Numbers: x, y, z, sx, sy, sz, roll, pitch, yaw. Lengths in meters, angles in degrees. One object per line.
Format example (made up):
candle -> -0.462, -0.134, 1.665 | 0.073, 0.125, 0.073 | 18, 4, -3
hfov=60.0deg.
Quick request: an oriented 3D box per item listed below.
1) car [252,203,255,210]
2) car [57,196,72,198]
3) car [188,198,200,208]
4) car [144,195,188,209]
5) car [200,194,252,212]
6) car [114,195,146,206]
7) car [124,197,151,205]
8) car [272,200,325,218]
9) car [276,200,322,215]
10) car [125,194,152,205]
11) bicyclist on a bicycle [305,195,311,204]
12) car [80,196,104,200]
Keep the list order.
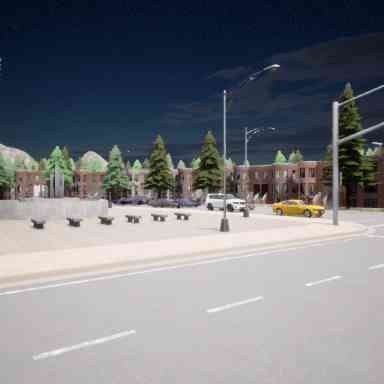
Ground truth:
car -> 5.733, 1.526, 41.755 | 1.812, 1.442, 4.674 | 0, 0, -41
car -> -23.756, 1.505, 60.729 | 4.892, 1.490, 1.837 | 0, 0, 5
car -> -1.199, 1.547, 48.426 | 5.357, 1.411, 2.033 | 0, 0, 37
car -> -3.618, 1.547, 45.888 | 5.357, 1.411, 2.033 | 0, 0, 36
car -> 3.873, 1.221, 38.662 | 2.150, 2.045, 5.566 | 0, 0, -39
car -> -10.172, 1.601, 53.706 | 4.718, 1.301, 1.895 | 0, 0, 24
car -> -9.401, 1.563, 57.261 | 4.181, 1.385, 1.994 | 0, 0, 23
car -> 9.796, 1.478, 30.793 | 1.882, 1.535, 5.008 | 0, 0, -37
car -> 11.115, 1.564, 34.865 | 1.994, 1.385, 4.181 | 0, 0, -37
car -> -9.853, 1.352, 61.166 | 4.553, 1.767, 2.097 | 0, 0, 21
bicyclist on a bicycle -> 16.230, 1.303, 46.629 | 1.656, 1.620, 0.582 | 0, 0, -37
car -> -19.465, 1.491, 63.871 | 4.902, 1.511, 2.128 | 0, 0, 7
